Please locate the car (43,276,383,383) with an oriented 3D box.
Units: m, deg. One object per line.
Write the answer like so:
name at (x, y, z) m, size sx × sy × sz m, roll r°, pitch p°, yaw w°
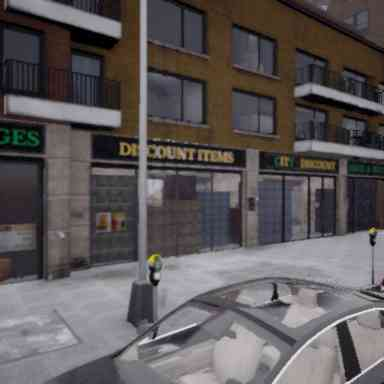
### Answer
car at (0.576, 1.543, 2.783) m, size 4.403 × 1.369 × 2.008 m, roll 0°, pitch 0°, yaw -35°
